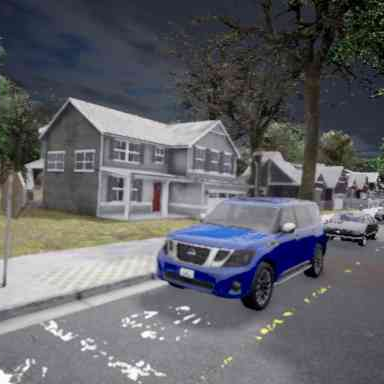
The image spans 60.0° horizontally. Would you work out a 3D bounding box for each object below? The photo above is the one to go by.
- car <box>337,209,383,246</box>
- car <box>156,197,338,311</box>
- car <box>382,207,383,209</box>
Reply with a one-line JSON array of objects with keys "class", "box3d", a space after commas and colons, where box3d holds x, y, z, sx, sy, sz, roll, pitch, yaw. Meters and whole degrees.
[{"class": "car", "box3d": [7.891, 1.665, 16.413, 2.033, 1.411, 5.357, 4, 1, 38]}, {"class": "car", "box3d": [1.606, 1.168, 8.213, 2.150, 2.045, 5.566, 4, 1, 38]}, {"class": "car", "box3d": [16.513, 1.898, 27.587, 1.994, 1.385, 4.181, 4, 1, 38]}]
